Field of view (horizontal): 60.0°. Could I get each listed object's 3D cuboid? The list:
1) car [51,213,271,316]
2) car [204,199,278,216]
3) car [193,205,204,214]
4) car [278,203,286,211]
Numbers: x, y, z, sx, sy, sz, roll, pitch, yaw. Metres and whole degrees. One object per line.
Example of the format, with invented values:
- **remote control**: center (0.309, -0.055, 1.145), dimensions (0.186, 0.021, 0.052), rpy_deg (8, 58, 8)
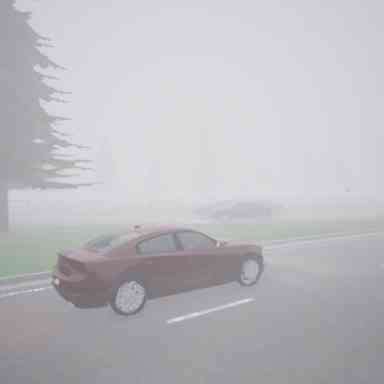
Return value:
- **car**: center (-0.491, 1.477, 7.602), dimensions (5.008, 1.535, 1.882), rpy_deg (-1, 0, -35)
- **car**: center (3.724, 1.440, 25.665), dimensions (4.892, 1.490, 1.837), rpy_deg (-1, 0, -10)
- **car**: center (2.568, 1.434, 29.014), dimensions (4.902, 1.511, 2.128), rpy_deg (-1, 0, -9)
- **car**: center (6.674, 1.443, 33.286), dimensions (5.357, 1.411, 2.033), rpy_deg (-1, 0, -13)
